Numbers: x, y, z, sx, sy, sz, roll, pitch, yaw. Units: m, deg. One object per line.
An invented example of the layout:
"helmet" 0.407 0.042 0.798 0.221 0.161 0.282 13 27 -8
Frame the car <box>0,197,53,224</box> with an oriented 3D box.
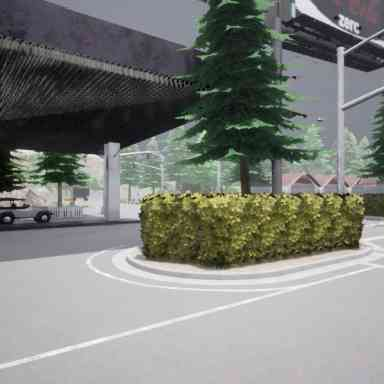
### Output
"car" -11.996 1.313 23.467 3.866 1.878 1.905 0 0 -36
